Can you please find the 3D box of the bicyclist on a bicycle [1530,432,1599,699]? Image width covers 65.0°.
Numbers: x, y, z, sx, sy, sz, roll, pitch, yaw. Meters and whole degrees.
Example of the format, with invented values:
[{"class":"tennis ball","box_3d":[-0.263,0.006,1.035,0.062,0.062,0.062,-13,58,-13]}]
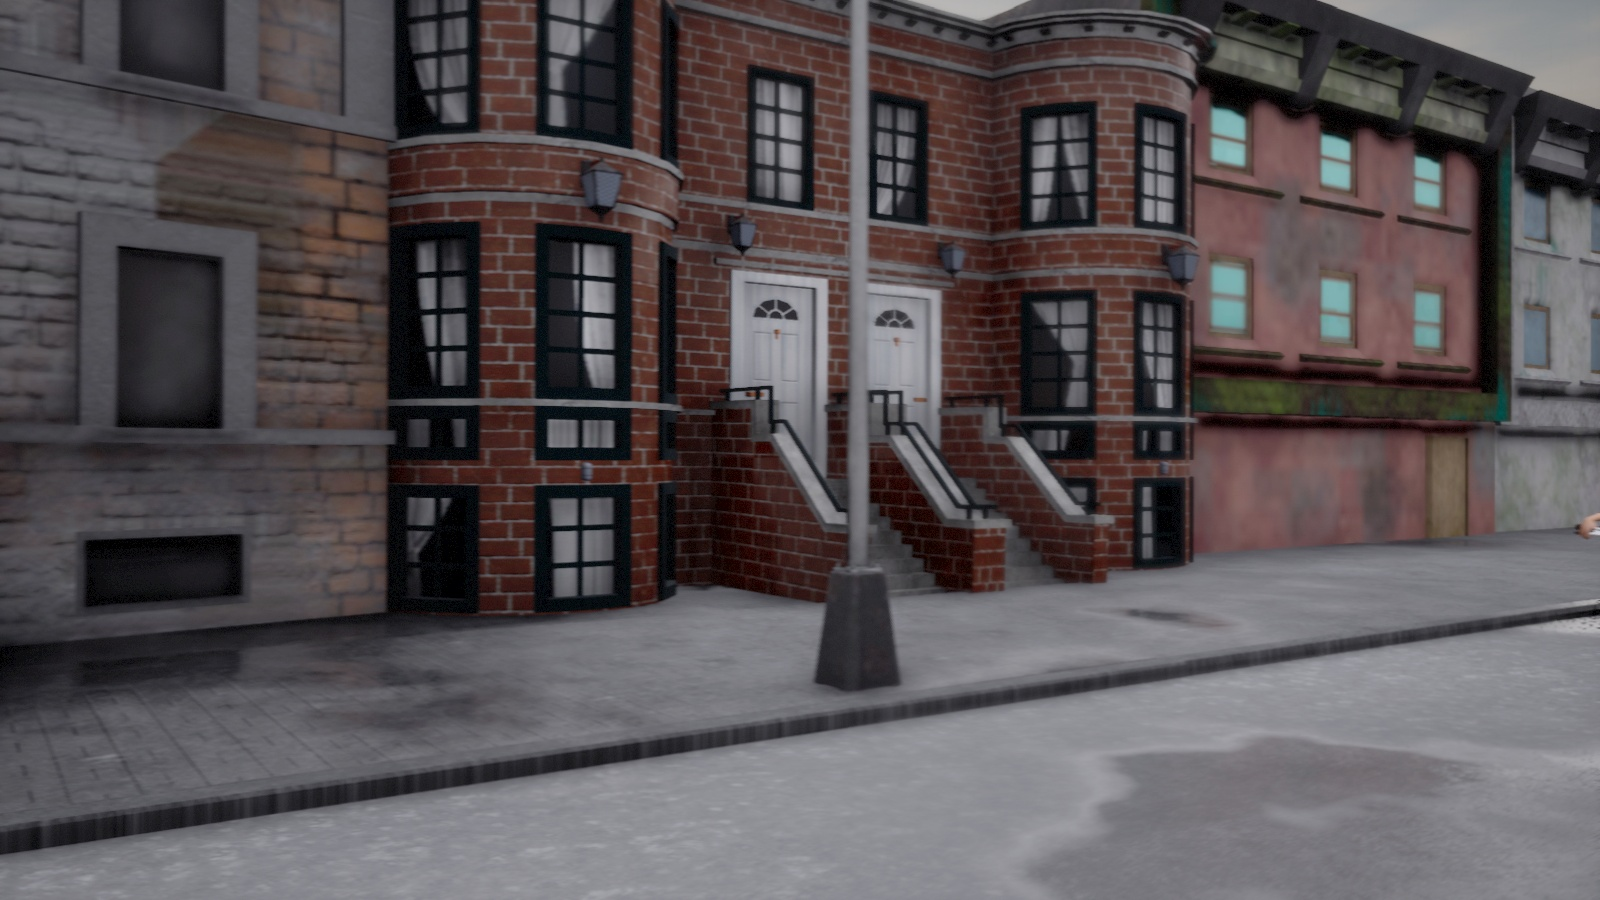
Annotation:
[{"class":"bicyclist on a bicycle","box_3d":[5.471,0.699,7.990,1.509,1.612,0.866,0,0,-35]}]
